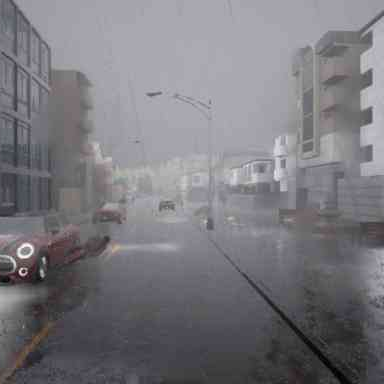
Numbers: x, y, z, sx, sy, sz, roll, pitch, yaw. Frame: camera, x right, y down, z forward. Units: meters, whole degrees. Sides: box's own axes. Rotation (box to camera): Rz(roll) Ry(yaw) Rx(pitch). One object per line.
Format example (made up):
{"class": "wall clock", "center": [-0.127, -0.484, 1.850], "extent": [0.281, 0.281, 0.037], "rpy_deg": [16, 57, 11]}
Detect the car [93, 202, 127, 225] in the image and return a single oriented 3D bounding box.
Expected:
{"class": "car", "center": [-5.979, 1.478, 24.547], "extent": [1.882, 1.535, 5.008], "rpy_deg": [0, 0, -4]}

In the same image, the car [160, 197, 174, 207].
{"class": "car", "center": [-3.929, 1.547, 51.223], "extent": [2.033, 1.411, 5.357], "rpy_deg": [0, 0, -5]}

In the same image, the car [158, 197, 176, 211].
{"class": "car", "center": [-3.097, 1.505, 40.933], "extent": [1.837, 1.490, 4.892], "rpy_deg": [0, 0, -5]}

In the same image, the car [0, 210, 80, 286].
{"class": "car", "center": [-4.798, 1.372, 9.580], "extent": [2.097, 1.767, 4.553], "rpy_deg": [0, 0, -4]}

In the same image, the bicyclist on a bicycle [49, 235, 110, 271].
{"class": "bicyclist on a bicycle", "center": [-2.972, 1.642, 9.046], "extent": [1.620, 0.582, 1.656], "rpy_deg": [-28, -3, -10]}
